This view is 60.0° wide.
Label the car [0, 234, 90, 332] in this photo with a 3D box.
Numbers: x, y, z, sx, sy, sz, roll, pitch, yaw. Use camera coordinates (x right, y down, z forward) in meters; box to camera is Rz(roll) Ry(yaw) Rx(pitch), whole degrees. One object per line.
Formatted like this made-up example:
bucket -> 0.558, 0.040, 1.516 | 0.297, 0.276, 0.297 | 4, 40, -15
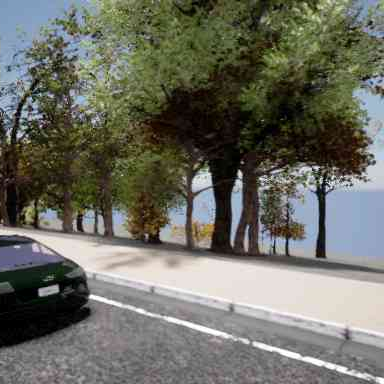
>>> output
car -> -3.920, 1.542, 6.485 | 4.181, 1.385, 1.994 | 0, 0, 35
